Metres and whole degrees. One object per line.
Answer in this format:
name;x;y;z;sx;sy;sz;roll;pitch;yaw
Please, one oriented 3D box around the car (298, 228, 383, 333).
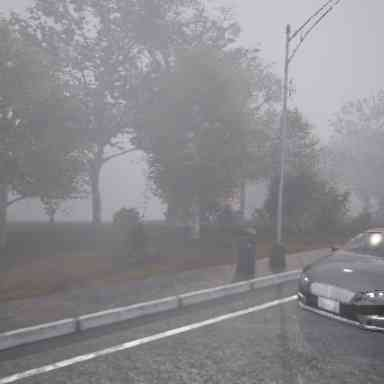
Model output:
car;4.132;1.501;6.626;4.902;1.511;2.128;0;0;-35
